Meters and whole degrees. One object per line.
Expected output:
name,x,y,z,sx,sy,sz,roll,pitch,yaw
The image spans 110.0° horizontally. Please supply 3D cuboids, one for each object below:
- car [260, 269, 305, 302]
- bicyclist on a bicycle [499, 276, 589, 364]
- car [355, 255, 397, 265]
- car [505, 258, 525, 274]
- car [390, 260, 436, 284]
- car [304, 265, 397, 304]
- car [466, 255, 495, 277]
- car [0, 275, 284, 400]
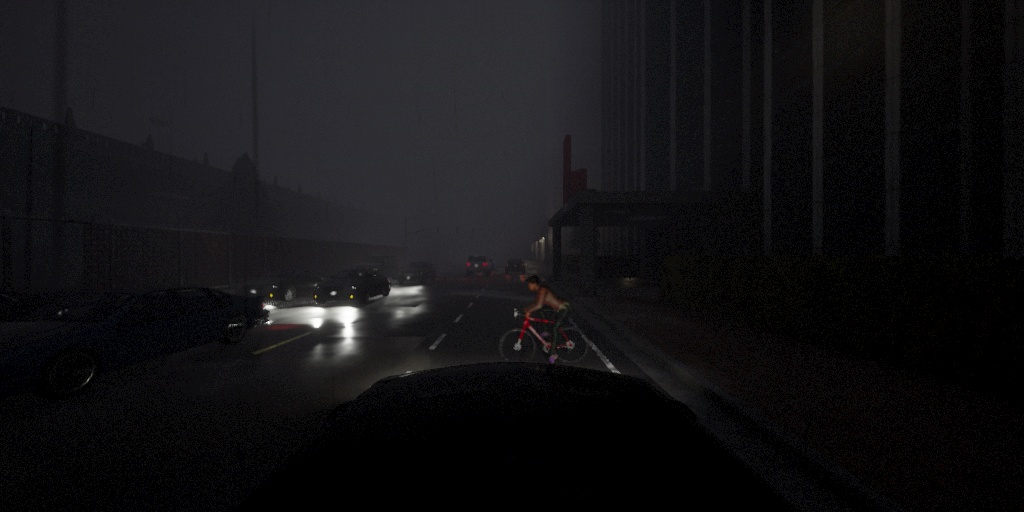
car,-10.512,1.283,16.549,1.994,1.385,4.181,0,0,0
bicyclist on a bicycle,0.566,1.180,6.529,1.656,1.620,0.582,-2,0,0
car,-10.403,0.918,27.459,2.150,2.045,5.566,0,0,1
car,0.336,1.027,39.092,2.097,1.767,4.553,0,0,0
car,-6.918,1.191,26.486,2.128,1.511,4.902,0,0,1
car,-7.006,1.284,16.107,1.994,1.385,4.181,0,0,1
car,-3.211,0.906,35.251,2.150,2.045,5.566,0,0,0
car,-7.077,1.287,6.723,2.033,1.411,5.357,0,0,0
